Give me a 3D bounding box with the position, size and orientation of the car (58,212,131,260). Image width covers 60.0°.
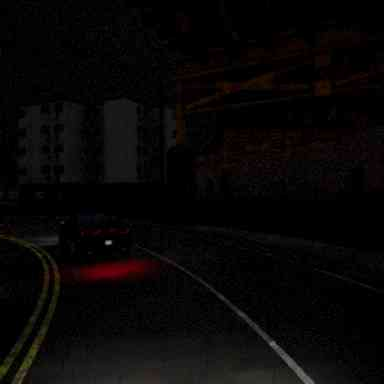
[{"bbox_3d":[-3.910,1.503,12.881,1.882,1.535,5.008,0,0,-30],"label":"car"}]
